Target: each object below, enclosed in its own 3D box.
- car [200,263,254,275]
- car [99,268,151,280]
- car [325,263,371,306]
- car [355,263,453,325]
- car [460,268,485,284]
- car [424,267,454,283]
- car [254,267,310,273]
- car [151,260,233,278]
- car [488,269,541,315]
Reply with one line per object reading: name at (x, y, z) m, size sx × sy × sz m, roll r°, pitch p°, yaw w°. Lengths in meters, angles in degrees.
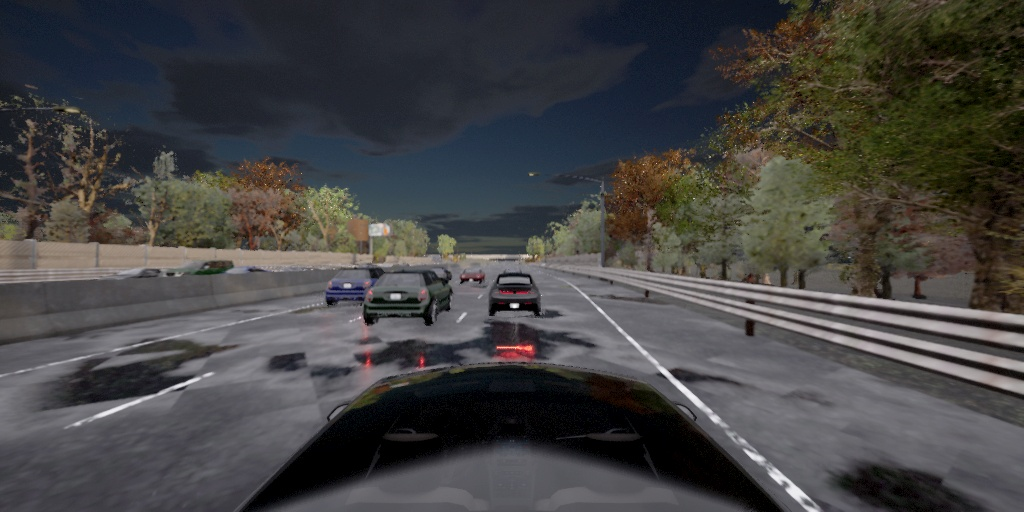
car at (-21.110, 1.584, 28.029) m, size 1.882 × 1.535 × 5.008 m, roll 0°, pitch -1°, yaw 0°
car at (-27.798, 1.614, 26.722) m, size 1.812 × 1.442 × 4.674 m, roll 0°, pitch -1°, yaw -2°
car at (-6.909, 1.309, 17.202) m, size 2.097 × 1.767 × 4.553 m, roll 0°, pitch -1°, yaw 0°
car at (-3.409, 1.246, 12.634) m, size 2.097 × 1.767 × 4.553 m, roll 0°, pitch -1°, yaw 0°
car at (-3.416, 1.764, 32.116) m, size 1.895 × 1.301 × 4.718 m, roll 0°, pitch -1°, yaw 0°
car at (-6.916, 1.757, 34.228) m, size 1.994 × 1.385 × 4.181 m, roll 0°, pitch -1°, yaw 0°
car at (-17.609, 1.606, 28.626) m, size 2.128 × 1.511 × 4.902 m, roll 0°, pitch -1°, yaw 0°
car at (-24.612, 1.334, 28.468) m, size 2.150 × 2.045 × 5.566 m, roll 0°, pitch -1°, yaw 0°
car at (0.092, 1.423, 14.325) m, size 1.837 × 1.490 × 4.892 m, roll 0°, pitch -1°, yaw 0°
